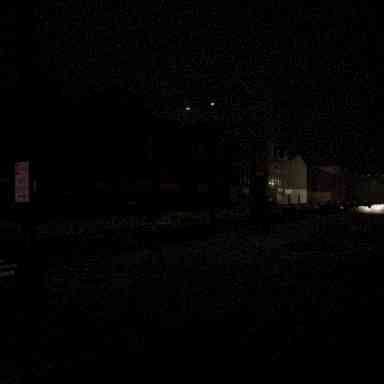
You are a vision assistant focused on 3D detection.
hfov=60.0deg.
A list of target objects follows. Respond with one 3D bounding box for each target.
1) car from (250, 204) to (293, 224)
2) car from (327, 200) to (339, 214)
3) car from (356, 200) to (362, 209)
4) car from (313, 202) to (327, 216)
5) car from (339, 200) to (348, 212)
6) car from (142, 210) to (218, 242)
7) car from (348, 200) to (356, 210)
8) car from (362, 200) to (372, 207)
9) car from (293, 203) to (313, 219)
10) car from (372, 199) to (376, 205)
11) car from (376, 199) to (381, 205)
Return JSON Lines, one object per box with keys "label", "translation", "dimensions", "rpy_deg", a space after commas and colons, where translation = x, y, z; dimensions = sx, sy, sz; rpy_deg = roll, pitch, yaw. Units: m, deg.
{"label": "car", "translation": [5.995, 1.713, 25.934], "dimensions": [1.947, 1.339, 4.313], "rpy_deg": [-1, -1, 35]}
{"label": "car", "translation": [15.744, 1.832, 39.710], "dimensions": [1.887, 1.381, 4.507], "rpy_deg": [-1, -1, 35]}
{"label": "car", "translation": [25.493, 2.011, 53.486], "dimensions": [2.008, 1.369, 4.403], "rpy_deg": [-1, -1, 35]}
{"label": "car", "translation": [12.494, 1.819, 35.118], "dimensions": [1.802, 1.307, 4.206], "rpy_deg": [-1, -1, 35]}
{"label": "car", "translation": [18.992, 1.782, 44.304], "dimensions": [1.967, 1.590, 4.097], "rpy_deg": [-1, -1, 35]}
{"label": "car", "translation": [-0.407, 1.597, 16.889], "dimensions": [1.752, 1.417, 4.829], "rpy_deg": [-1, -1, 35]}
{"label": "car", "translation": [22.243, 1.950, 48.895], "dimensions": [2.008, 1.369, 4.403], "rpy_deg": [-1, -1, 35]}
{"label": "car", "translation": [31.993, 2.144, 62.671], "dimensions": [2.008, 1.369, 4.403], "rpy_deg": [-1, -1, 35]}
{"label": "car", "translation": [9.244, 1.741, 30.526], "dimensions": [2.008, 1.369, 4.403], "rpy_deg": [-1, -1, 35]}
{"label": "car", "translation": [35.242, 2.209, 67.262], "dimensions": [1.887, 1.381, 4.507], "rpy_deg": [-1, -2, 35]}
{"label": "car", "translation": [44.990, 2.458, 81.036], "dimensions": [2.008, 1.369, 4.403], "rpy_deg": [-2, -2, 35]}
